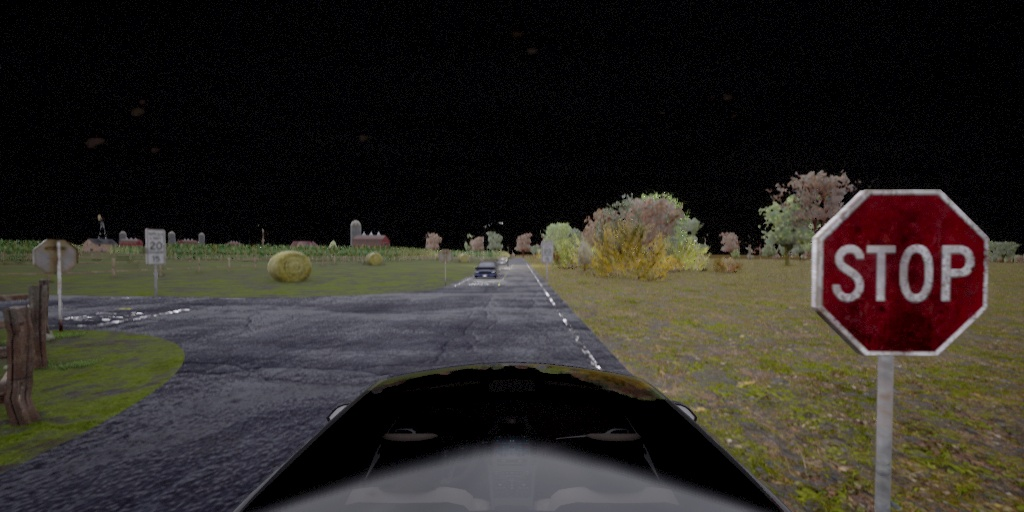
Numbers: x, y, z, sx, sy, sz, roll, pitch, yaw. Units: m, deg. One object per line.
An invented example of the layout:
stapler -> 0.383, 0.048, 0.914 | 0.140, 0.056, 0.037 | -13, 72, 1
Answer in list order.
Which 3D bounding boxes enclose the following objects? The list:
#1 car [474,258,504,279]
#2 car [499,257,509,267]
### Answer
car -> -2.062, 1.156, 30.656 | 2.033, 1.411, 5.357 | 0, 0, 1
car -> -1.440, 0.944, 57.323 | 2.128, 1.511, 4.902 | 0, 0, 1
